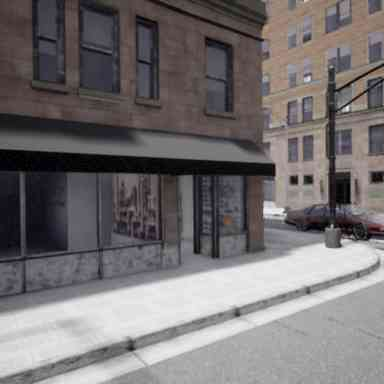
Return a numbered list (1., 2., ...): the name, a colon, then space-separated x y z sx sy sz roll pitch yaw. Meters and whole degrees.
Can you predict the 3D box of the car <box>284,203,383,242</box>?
1. car: 6.574 1.213 14.857 2.033 1.411 5.357 -1 1 -28
